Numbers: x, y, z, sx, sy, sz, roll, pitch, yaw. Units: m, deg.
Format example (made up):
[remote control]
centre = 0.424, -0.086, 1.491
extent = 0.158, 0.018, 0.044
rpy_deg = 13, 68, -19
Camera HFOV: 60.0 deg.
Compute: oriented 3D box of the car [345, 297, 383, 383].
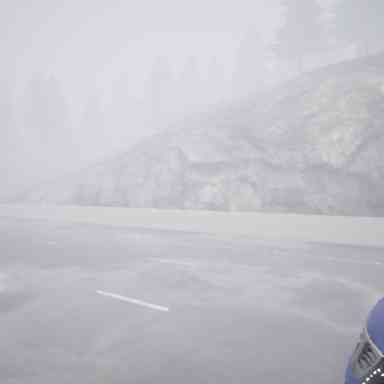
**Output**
[car]
centre = 3.675, 1.219, 1.371
extent = 5.566, 2.045, 2.150
rpy_deg = 0, 0, 36
